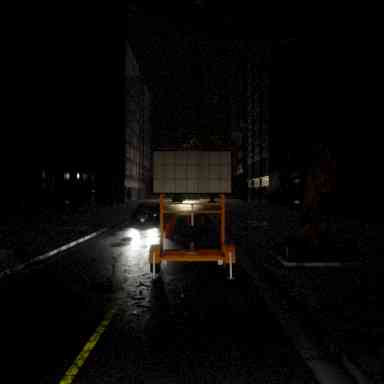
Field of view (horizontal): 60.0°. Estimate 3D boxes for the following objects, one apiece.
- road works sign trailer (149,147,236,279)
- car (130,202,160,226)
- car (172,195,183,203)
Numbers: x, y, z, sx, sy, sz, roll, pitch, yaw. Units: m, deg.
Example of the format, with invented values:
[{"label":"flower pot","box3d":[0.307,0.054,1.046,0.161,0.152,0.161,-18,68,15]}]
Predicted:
[{"label":"road works sign trailer","box3d":[0.011,0.464,10.002,2.380,3.560,2.880,0,0,0]},{"label":"car","box3d":[-3.076,1.491,23.179,2.128,1.511,4.902,0,0,0]},{"label":"car","box3d":[-2.927,1.350,66.240,2.097,1.767,4.553,0,0,0]}]
